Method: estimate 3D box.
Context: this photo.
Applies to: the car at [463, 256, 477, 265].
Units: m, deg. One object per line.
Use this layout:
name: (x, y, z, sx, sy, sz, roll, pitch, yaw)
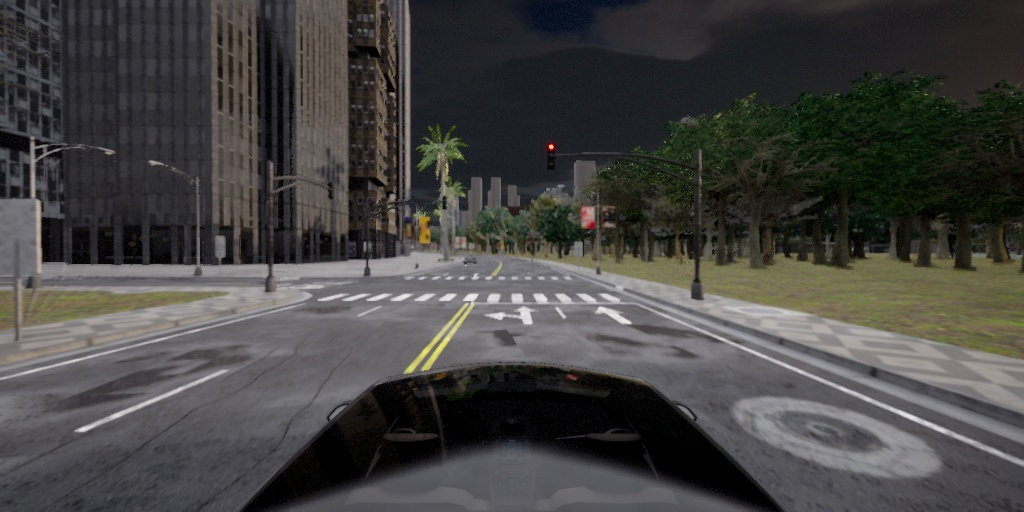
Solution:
car: (-6.635, 0.722, 57.289, 1.994, 1.385, 4.181, 0, 1, -2)
